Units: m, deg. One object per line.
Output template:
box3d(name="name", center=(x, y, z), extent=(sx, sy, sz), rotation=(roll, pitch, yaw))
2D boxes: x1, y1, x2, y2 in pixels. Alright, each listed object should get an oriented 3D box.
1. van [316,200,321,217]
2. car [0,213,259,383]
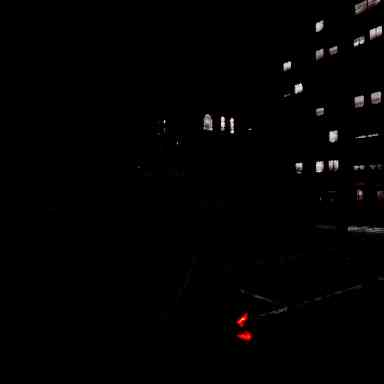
box3d(name="van", center=(10.558, 1.646, 32.580), extent=(1.690, 1.788, 3.998), rotation=(-1, 0, -36))
box3d(name="car", center=(-2.073, 1.221, 1.900), extent=(5.566, 2.045, 2.150), rotation=(0, 0, -35))
